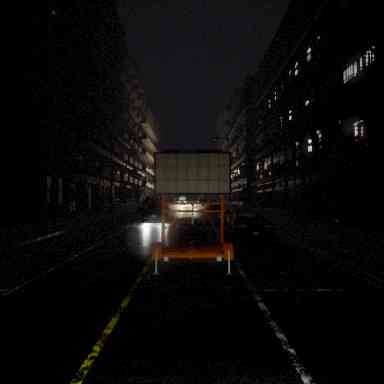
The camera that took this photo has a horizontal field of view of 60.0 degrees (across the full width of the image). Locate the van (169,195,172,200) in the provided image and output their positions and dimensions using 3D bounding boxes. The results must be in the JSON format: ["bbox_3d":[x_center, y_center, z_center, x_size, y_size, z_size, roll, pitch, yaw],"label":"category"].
[{"bbox_3d":[-5.164,1.479,60.141,1.690,1.788,3.998,1,0,0],"label":"van"}]

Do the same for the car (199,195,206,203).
[{"bbox_3d":[2.712,1.682,60.062,1.887,1.381,4.507,1,0,0],"label":"car"}]

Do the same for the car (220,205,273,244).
[{"bbox_3d":[2.618,1.563,15.817,1.887,1.381,4.507,1,0,0],"label":"car"}]

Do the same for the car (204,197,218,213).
[{"bbox_3d":[2.665,1.612,37.939,1.887,1.381,4.507,1,0,0],"label":"car"}]

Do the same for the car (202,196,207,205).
[{"bbox_3d":[2.676,1.633,43.470,2.008,1.369,4.403,1,0,0],"label":"car"}]

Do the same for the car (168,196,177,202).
[{"bbox_3d":[-5.111,1.829,87.793,1.947,1.339,4.313,1,0,0],"label":"car"}]

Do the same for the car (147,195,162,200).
[{"bbox_3d":[-5.197,1.398,43.551,2.192,1.841,5.009,2,0,0],"label":"car"}]

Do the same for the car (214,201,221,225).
[{"bbox_3d":[2.631,1.554,21.519,1.752,1.417,4.829,1,0,0],"label":"car"}]

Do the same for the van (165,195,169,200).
[{"bbox_3d":[-5.175,1.458,54.609,1.690,1.788,3.998,2,0,0],"label":"van"}]

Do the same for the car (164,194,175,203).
[{"bbox_3d":[-5.128,1.524,76.732,2.192,1.841,5.009,1,0,0],"label":"car"}]

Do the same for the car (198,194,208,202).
[{"bbox_3d":[2.729,1.550,82.187,2.192,1.841,5.009,1,0,0],"label":"car"}]

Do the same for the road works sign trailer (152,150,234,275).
[{"bbox_3d":[0.019,0.475,10.490,2.380,3.560,2.880,0,0,0],"label":"road works sign trailer"}]

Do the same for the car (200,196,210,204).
[{"bbox_3d":[2.745,1.624,71.124,1.967,1.590,4.097,1,0,0],"label":"car"}]

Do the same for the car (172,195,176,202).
[{"bbox_3d":[-5.140,1.499,71.202,2.192,1.841,5.009,1,0,0],"label":"car"}]

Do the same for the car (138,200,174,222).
[{"bbox_3d":[-2.794,1.602,26.507,1.994,1.385,4.181,0,0,0],"label":"car"}]

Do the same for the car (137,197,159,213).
[{"bbox_3d":[-5.215,1.592,37.849,1.752,1.417,4.829,2,0,0],"label":"car"}]

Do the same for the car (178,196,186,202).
[{"bbox_3d":[-2.564,1.786,87.503,1.812,1.442,4.674,0,0,0],"label":"car"}]

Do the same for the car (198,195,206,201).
[{"bbox_3d":[2.749,1.733,93.249,1.967,1.590,4.097,1,0,0],"label":"car"}]
